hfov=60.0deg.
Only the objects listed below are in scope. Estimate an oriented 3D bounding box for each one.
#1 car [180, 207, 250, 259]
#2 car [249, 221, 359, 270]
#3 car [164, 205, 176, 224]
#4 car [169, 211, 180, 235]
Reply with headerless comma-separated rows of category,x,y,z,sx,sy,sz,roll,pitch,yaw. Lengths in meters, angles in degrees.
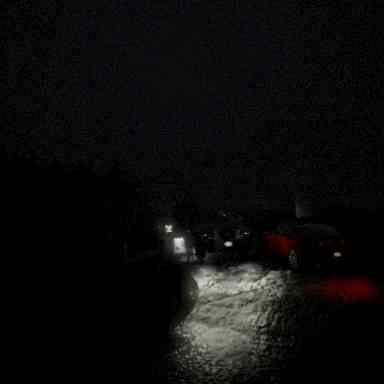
car,0.964,1.732,15.435,2.150,2.045,5.566,-2,-2,-9
car,3.952,1.799,12.332,1.882,1.535,5.008,-3,-2,-9
car,-2.020,2.594,39.258,2.150,2.045,5.566,-2,-2,-5
car,-0.508,2.407,25.493,1.812,1.442,4.674,-2,-2,-7
